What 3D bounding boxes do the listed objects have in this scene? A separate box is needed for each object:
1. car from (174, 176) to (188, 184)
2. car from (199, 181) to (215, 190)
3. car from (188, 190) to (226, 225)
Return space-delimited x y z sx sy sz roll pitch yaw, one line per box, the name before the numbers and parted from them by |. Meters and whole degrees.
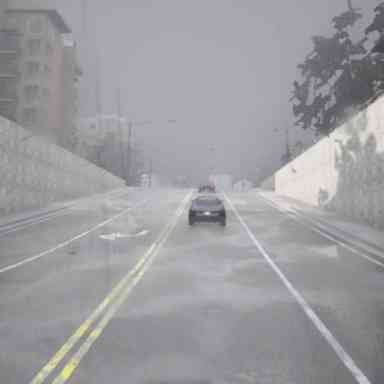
car | -1.531 -1.555 46.939 1.812 1.442 4.674 1 2 2
car | 1.792 -0.696 40.511 1.895 1.301 4.718 1 4 2
car | 0.849 0.890 18.613 1.994 1.385 4.181 1 4 2
